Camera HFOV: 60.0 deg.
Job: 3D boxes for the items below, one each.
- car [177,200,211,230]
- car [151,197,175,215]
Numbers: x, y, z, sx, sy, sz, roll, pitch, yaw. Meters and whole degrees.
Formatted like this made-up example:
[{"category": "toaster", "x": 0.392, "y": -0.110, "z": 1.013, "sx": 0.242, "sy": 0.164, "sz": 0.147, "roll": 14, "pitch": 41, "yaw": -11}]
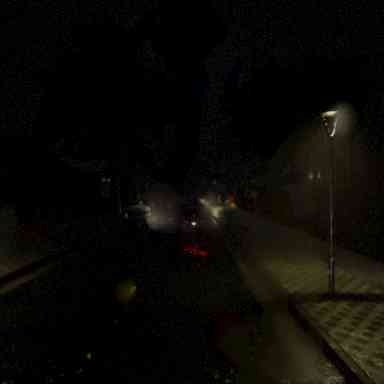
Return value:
[{"category": "car", "x": 0.107, "y": 1.500, "z": 20.936, "sx": 1.837, "sy": 1.490, "sz": 4.892, "roll": 0, "pitch": 0, "yaw": 0}, {"category": "car", "x": -2.817, "y": 1.337, "z": 33.328, "sx": 2.097, "sy": 1.767, "sz": 4.553, "roll": 0, "pitch": 0, "yaw": 0}]
